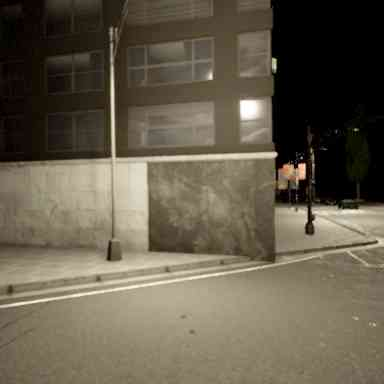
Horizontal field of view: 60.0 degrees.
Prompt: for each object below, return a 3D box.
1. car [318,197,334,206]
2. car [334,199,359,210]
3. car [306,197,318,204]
[{"bbox_3d":[23.633,1.650,57.592,1.882,1.535,5.008,-1,-1,12],"label":"car"},{"bbox_3d":[21.135,1.710,45.136,1.994,1.385,4.181,-1,0,12],"label":"car"},{"bbox_3d":[26.435,1.745,71.451,1.812,1.442,4.674,-1,0,11],"label":"car"}]
